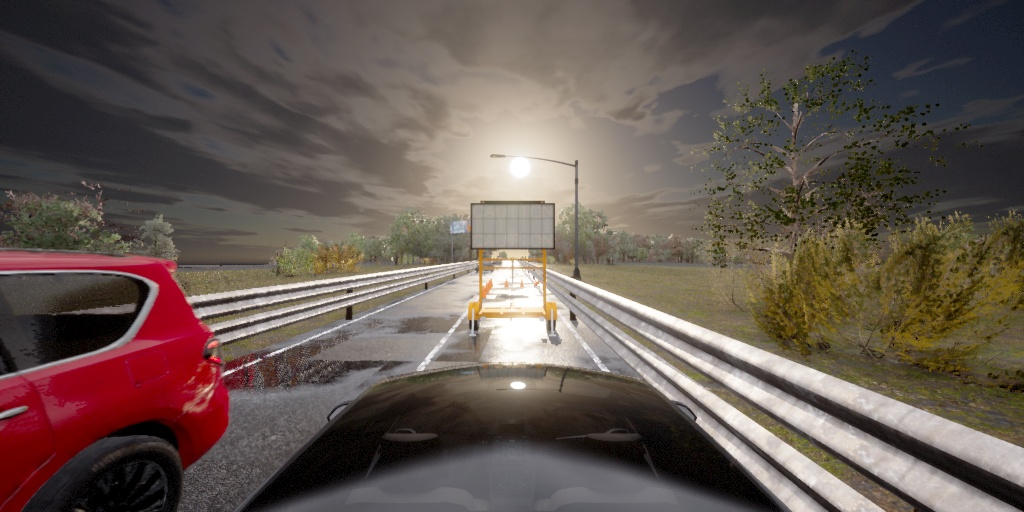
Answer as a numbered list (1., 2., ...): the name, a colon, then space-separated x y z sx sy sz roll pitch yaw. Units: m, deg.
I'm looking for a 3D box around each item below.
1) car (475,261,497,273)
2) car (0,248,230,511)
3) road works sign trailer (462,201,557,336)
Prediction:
1. car: -3.295 1.330 43.820 1.994 1.385 4.181 0 0 0
2. car: -3.352 0.971 0.553 2.150 2.045 5.566 0 0 0
3. road works sign trailer: 0.021 0.218 10.353 2.380 3.560 2.880 0 0 0
